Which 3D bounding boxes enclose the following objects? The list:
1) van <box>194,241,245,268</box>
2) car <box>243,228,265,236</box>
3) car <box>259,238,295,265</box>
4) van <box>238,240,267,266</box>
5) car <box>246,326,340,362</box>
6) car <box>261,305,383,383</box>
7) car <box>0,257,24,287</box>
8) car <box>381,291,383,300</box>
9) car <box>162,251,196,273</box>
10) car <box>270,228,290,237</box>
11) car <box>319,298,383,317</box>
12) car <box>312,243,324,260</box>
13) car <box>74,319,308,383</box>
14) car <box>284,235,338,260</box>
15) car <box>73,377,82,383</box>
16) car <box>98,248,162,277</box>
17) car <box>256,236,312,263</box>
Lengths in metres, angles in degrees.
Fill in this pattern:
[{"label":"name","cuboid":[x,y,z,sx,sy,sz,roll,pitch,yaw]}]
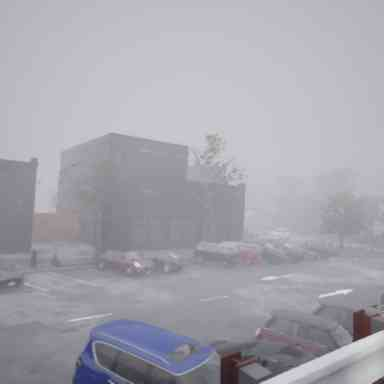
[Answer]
[{"label":"van","cuboid":[2.128,5.703,30.584,4.442,1.987,1.878,1,-3,34]},{"label":"car","cuboid":[12.576,7.853,64.779,1.946,1.575,5.366,1,-2,36]},{"label":"car","cuboid":[7.047,6.081,33.960,5.566,2.045,2.435,1,-4,34]},{"label":"van","cuboid":[4.525,5.904,32.308,4.442,1.987,1.878,1,-3,34]},{"label":"car","cuboid":[2.002,5.116,9.516,4.792,1.488,2.163,3,-2,34]},{"label":"car","cuboid":[4.461,5.166,11.282,4.553,1.767,2.185,3,-2,34]},{"label":"car","cuboid":[-12.135,4.754,20.154,4.792,1.488,2.163,1,-4,34]},{"label":"car","cuboid":[9.374,5.704,14.773,4.892,1.521,2.231,3,-2,34]},{"label":"car","cuboid":[-2.570,5.530,27.065,4.892,1.521,2.231,1,-3,34]},{"label":"car","cuboid":[15.866,7.584,59.648,2.435,2.045,5.566,2,-2,36]},{"label":"car","cuboid":[6.909,5.372,13.054,4.553,1.767,2.185,2,-2,34]},{"label":"car","cuboid":[11.829,6.762,37.405,4.792,1.488,2.163,1,-4,34]},{"label":"car","cuboid":[-0.378,4.632,7.729,5.566,2.045,2.435,2,-2,34]},{"label":"car","cuboid":[14.184,6.680,39.149,5.566,2.045,2.435,1,-3,34]},{"label":"car","cuboid":[-3.022,4.666,6.078,5.366,1.575,1.946,3,-2,34]},{"label":"car","cuboid":[-4.991,5.202,25.361,4.553,1.767,2.185,1,-4,34]},{"label":"car","cuboid":[9.445,6.281,35.683,5.566,2.045,2.435,1,-4,34]}]
